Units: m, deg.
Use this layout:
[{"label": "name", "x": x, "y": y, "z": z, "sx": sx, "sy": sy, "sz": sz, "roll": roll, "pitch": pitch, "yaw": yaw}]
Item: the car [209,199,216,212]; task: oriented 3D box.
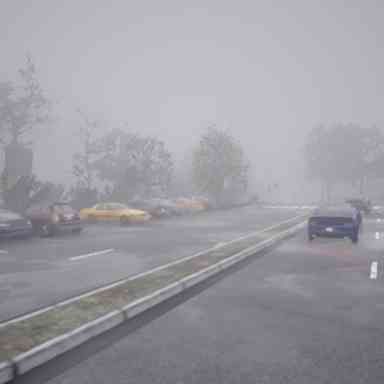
[{"label": "car", "x": 0.011, "y": 1.208, "z": 32.625, "sx": 4.892, "sy": 1.521, "sz": 2.231, "roll": -1, "pitch": 1, "yaw": 30}]

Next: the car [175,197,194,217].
[{"label": "car", "x": -2.741, "y": 1.315, "z": 27.854, "sx": 4.892, "sy": 1.521, "sz": 2.231, "roll": -1, "pitch": 1, "yaw": 30}]

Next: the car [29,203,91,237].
[{"label": "car", "x": -8.190, "y": 1.370, "z": 18.282, "sx": 4.553, "sy": 1.767, "sz": 2.185, "roll": -1, "pitch": 0, "yaw": 30}]

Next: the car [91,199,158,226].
[{"label": "car", "x": -5.317, "y": 1.407, "z": 22.979, "sx": 5.366, "sy": 1.575, "sz": 1.946, "roll": -1, "pitch": 1, "yaw": 30}]

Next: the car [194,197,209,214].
[{"label": "car", "x": -1.361, "y": 1.262, "z": 30.236, "sx": 5.008, "sy": 1.535, "sz": 2.097, "roll": -1, "pitch": 1, "yaw": 30}]

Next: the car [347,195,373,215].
[{"label": "car", "x": 13.512, "y": 0.993, "z": 27.163, "sx": 1.837, "sy": 1.490, "sz": 4.892, "roll": -1, "pitch": 1, "yaw": 31}]

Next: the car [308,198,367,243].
[{"label": "car", "x": 6.613, "y": 1.263, "z": 15.115, "sx": 1.882, "sy": 1.535, "sz": 5.008, "roll": -1, "pitch": 1, "yaw": 30}]

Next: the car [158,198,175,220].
[{"label": "car", "x": -4.129, "y": 1.395, "z": 25.480, "sx": 4.792, "sy": 1.488, "sz": 2.163, "roll": -1, "pitch": 1, "yaw": 30}]

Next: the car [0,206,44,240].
[{"label": "car", "x": -9.587, "y": 1.569, "z": 15.902, "sx": 4.674, "sy": 1.452, "sz": 2.002, "roll": -1, "pitch": 0, "yaw": 30}]
